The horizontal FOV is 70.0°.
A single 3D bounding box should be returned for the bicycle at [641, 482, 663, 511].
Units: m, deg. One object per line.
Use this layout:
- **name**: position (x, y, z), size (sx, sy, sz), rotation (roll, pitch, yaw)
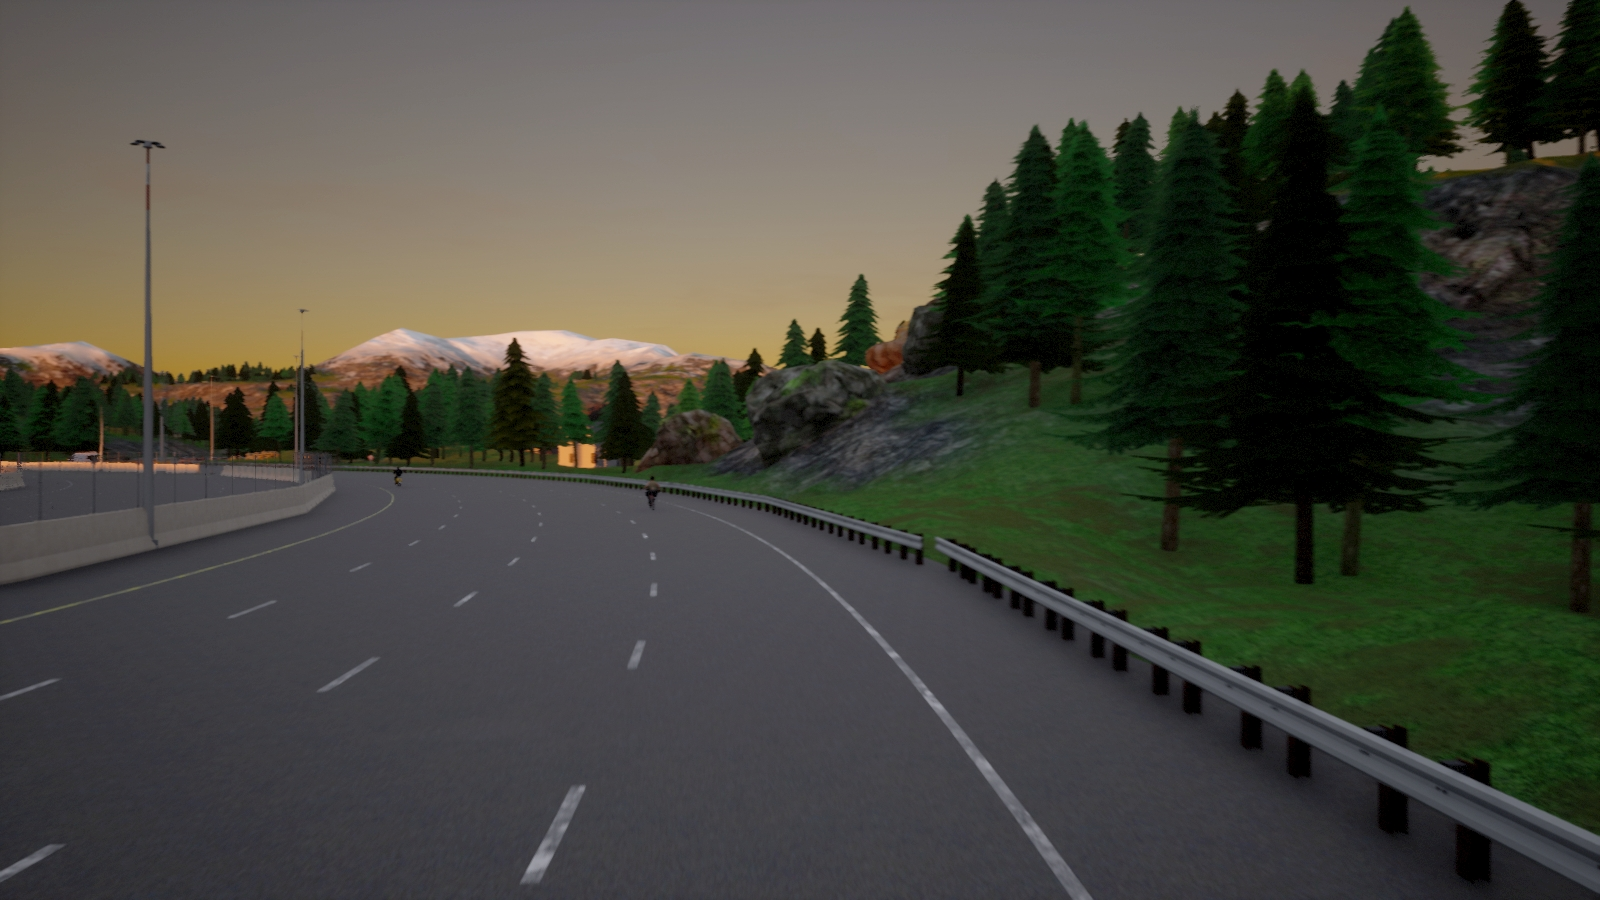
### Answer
- **bicycle**: position (-6.878, 2.159, 53.097), size (0.859, 1.295, 1.487), rotation (0, 0, -14)
